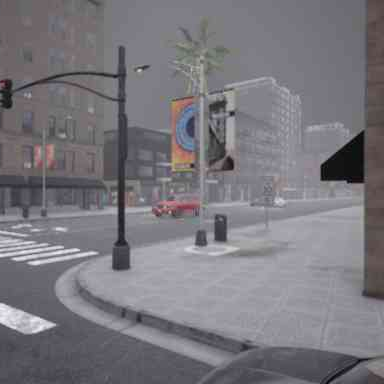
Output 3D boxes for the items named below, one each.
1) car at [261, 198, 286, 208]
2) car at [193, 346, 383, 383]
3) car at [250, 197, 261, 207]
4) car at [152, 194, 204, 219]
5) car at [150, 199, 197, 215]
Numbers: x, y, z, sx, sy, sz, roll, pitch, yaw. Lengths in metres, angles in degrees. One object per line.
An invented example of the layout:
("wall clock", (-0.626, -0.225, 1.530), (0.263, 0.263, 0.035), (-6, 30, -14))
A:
("car", (12.247, 1.556, 48.583), (1.812, 1.442, 4.674), (0, 0, 36))
("car", (1.821, 1.553, 1.548), (4.403, 1.369, 2.008), (0, 0, 36))
("car", (10.726, 1.534, 52.030), (1.837, 1.490, 4.892), (0, 0, 35))
("car", (-1.086, 1.201, 29.814), (2.150, 2.045, 5.566), (0, 0, 35))
("car", (-1.800, 1.519, 34.442), (2.033, 1.411, 5.357), (0, 0, 35))
